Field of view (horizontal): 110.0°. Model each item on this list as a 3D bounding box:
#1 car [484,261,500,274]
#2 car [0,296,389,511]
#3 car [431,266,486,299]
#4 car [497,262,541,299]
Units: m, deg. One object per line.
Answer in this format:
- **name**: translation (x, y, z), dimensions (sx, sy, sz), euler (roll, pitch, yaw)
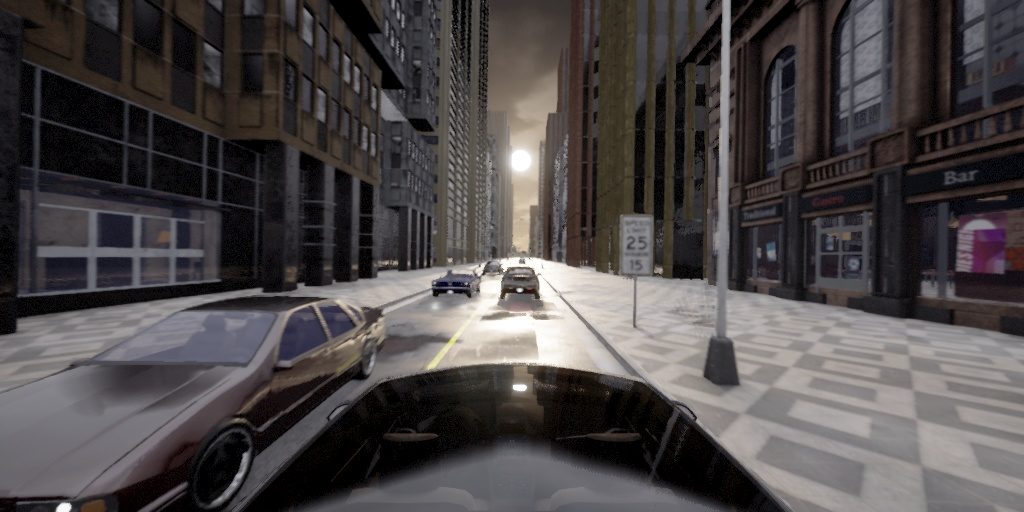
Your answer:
- **car**: translation (-1.987, 1.239, 38.315), dimensions (1.812, 1.442, 4.674), euler (1, 0, 2)
- **car**: translation (-3.122, 1.242, 4.392), dimensions (2.033, 1.411, 5.357), euler (1, 0, -1)
- **car**: translation (-2.679, 1.302, 18.127), dimensions (1.895, 1.301, 4.718), euler (1, 0, 2)
- **car**: translation (0.430, 1.265, 18.374), dimensions (1.837, 1.490, 4.892), euler (1, 0, 2)
